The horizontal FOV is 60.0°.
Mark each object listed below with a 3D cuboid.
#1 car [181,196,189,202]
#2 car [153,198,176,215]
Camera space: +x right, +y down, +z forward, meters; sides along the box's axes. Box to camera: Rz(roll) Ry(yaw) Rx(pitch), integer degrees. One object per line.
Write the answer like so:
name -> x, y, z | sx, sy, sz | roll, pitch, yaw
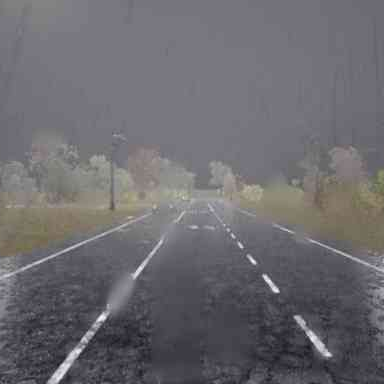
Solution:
car -> -1.716, 1.690, 81.057 | 2.128, 1.511, 4.902 | 0, 0, 1
car -> -2.781, 1.449, 34.383 | 2.097, 1.767, 4.553 | 0, 0, 1
